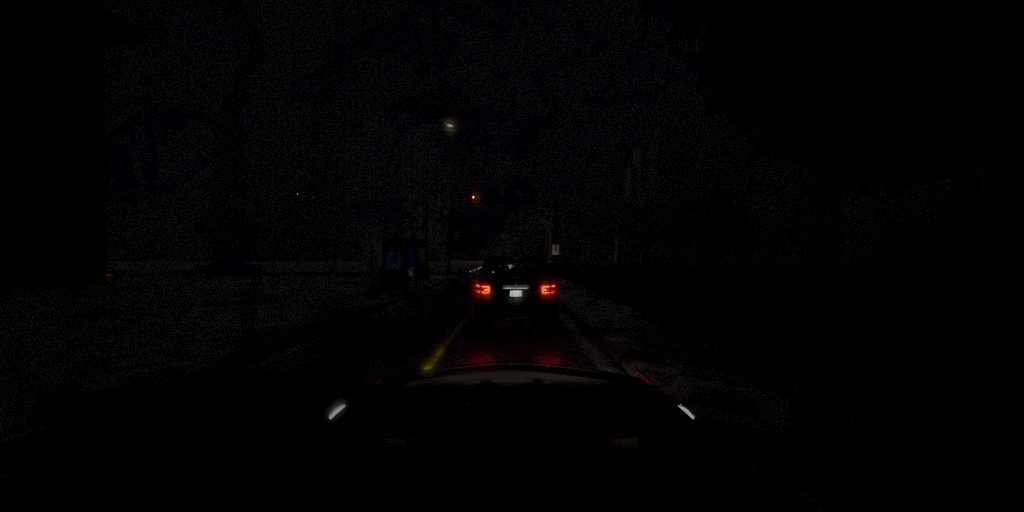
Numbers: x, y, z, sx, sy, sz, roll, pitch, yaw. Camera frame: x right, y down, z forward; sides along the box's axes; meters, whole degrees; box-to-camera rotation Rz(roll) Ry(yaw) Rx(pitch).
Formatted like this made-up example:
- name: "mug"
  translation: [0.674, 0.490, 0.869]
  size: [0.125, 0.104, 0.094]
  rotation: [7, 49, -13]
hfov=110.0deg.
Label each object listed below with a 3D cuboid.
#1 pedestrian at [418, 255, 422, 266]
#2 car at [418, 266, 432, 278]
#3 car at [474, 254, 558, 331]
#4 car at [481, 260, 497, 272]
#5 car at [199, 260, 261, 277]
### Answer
- name: "pedestrian"
  translation: [-10.058, 0.800, 38.859]
  size: [0.375, 1.860, 0.375]
  rotation: [0, 0, 1]
- name: "car"
  translation: [-9.696, 1.238, 32.940]
  size: [4.674, 1.442, 1.812]
  rotation: [0, 0, -3]
- name: "car"
  translation: [0.103, 0.968, 11.066]
  size: [2.150, 2.045, 5.566]
  rotation: [0, 0, 0]
- name: "car"
  translation: [-3.086, 1.249, 47.966]
  size: [2.033, 1.411, 5.357]
  rotation: [0, 0, -3]
- name: "car"
  translation: [-25.926, 1.146, 33.039]
  size: [5.008, 1.535, 1.882]
  rotation: [0, 1, 1]
